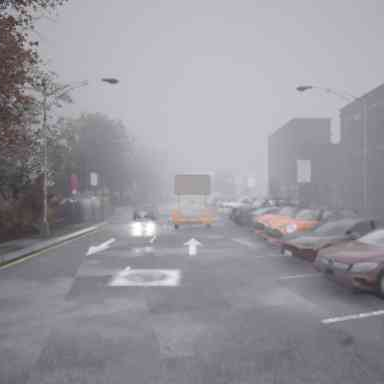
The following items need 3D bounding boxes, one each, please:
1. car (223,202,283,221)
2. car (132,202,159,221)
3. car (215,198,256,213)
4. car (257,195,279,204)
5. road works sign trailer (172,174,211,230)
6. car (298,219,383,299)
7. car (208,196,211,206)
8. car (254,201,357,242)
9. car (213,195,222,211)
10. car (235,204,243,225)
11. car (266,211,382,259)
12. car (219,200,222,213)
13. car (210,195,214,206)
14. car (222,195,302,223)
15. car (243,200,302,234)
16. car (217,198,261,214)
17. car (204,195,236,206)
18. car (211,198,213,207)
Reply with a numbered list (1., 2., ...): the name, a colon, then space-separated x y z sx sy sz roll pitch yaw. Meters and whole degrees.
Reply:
1. car: 5.362 1.693 29.345 4.792 1.488 2.163 1 0 -20
2. car: -3.998 1.669 29.237 2.128 1.511 4.902 0 0 0
3. car: 5.409 1.633 41.362 4.553 1.767 2.185 1 -1 -20
4. car: 18.493 1.874 81.393 2.435 2.045 5.566 0 0 -21
5. road works sign trailer: 0.034 0.592 22.077 2.380 3.560 2.880 0 0 0
6. car: 5.316 1.570 8.343 4.674 1.452 2.002 1 0 -20
7. car: 5.461 1.838 50.381 5.008 1.535 2.097 1 -1 -20
8. car: 5.363 1.439 14.355 4.553 1.767 2.185 1 0 -20
9. car: 5.381 1.434 32.348 5.566 2.045 2.435 1 0 -20
10. car: 5.349 1.641 20.352 4.674 1.452 2.002 1 -1 -20
11. car: 5.294 1.575 11.334 4.792 1.488 2.163 1 0 -20
12. car: 5.203 1.636 26.288 5.366 1.575 1.946 1 0 -20
13. car: 5.495 1.686 47.379 4.553 1.767 2.185 1 0 -20
14. car: 5.354 1.370 23.332 5.566 2.045 2.435 1 0 -20
15. car: 5.374 1.457 17.356 4.553 1.767 2.185 1 0 -20
16. car: 5.397 1.608 38.361 4.553 1.767 2.185 1 -1 -20
17. car: 5.504 1.722 65.420 5.566 2.045 2.435 1 -1 -20
18. car: 5.452 1.825 44.369 4.674 1.452 2.002 1 0 -20
